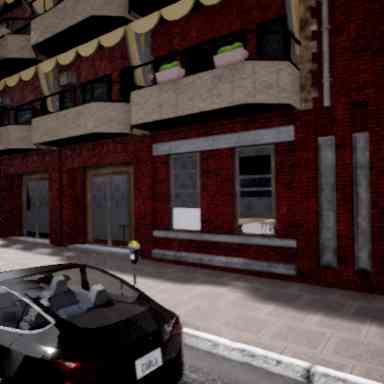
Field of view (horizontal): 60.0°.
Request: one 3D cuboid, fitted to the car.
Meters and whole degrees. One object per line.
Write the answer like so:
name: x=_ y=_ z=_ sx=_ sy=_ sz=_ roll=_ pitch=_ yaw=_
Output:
car: x=-2.079 y=1.599 z=4.218 sx=4.313 sy=1.339 sz=1.947 roll=-1 pitch=-1 yaw=36
